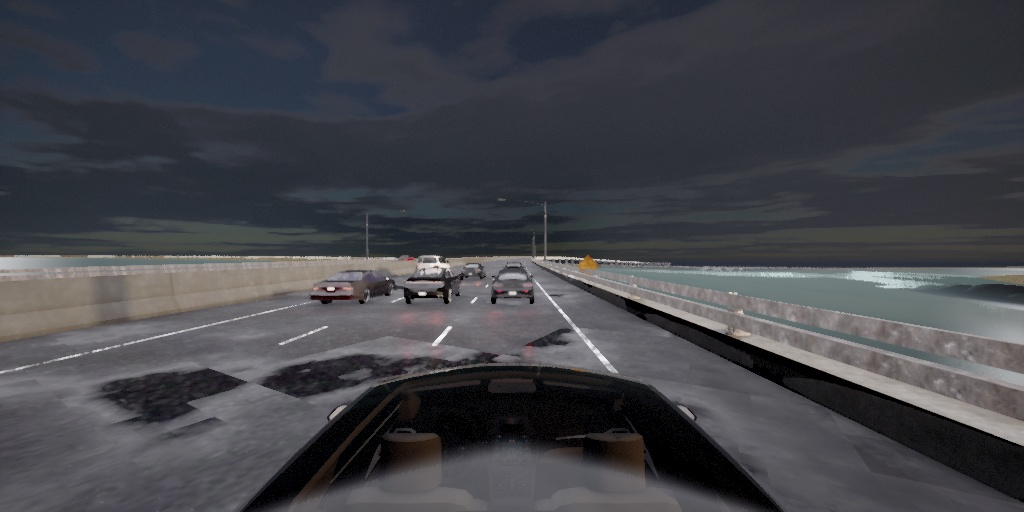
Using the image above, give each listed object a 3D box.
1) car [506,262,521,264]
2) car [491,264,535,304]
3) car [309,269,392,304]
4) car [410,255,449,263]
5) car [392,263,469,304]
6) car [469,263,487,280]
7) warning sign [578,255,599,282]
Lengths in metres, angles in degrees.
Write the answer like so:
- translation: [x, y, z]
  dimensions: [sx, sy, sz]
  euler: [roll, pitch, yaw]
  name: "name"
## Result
- translation: [0.160, 1.272, 31.214]
  dimensions: [1.837, 1.490, 4.892]
  euler: [0, 0, 1]
  name: "car"
- translation: [0.040, 1.287, 16.279]
  dimensions: [1.812, 1.442, 4.674]
  euler: [0, 0, 0]
  name: "car"
- translation: [-6.961, 1.318, 16.316]
  dimensions: [2.033, 1.411, 5.357]
  euler: [0, 0, 0]
  name: "car"
- translation: [-6.840, 1.014, 31.320]
  dimensions: [2.150, 2.045, 5.566]
  euler: [0, 0, 1]
  name: "car"
- translation: [-3.460, 1.249, 16.298]
  dimensions: [2.128, 1.511, 4.902]
  euler: [0, 0, 0]
  name: "car"
- translation: [-3.340, 1.289, 31.251]
  dimensions: [1.812, 1.442, 4.674]
  euler: [0, 0, 1]
  name: "car"
- translation: [4.623, 0.869, 21.680]
  dimensions: [1.300, 1.860, 1.060]
  euler: [0, 0, 0]
  name: "warning sign"
